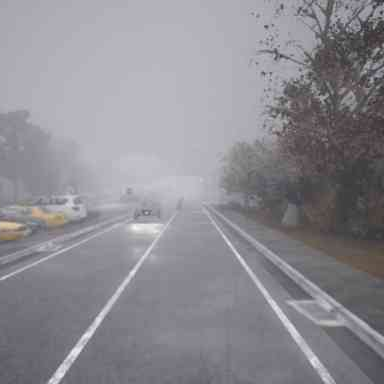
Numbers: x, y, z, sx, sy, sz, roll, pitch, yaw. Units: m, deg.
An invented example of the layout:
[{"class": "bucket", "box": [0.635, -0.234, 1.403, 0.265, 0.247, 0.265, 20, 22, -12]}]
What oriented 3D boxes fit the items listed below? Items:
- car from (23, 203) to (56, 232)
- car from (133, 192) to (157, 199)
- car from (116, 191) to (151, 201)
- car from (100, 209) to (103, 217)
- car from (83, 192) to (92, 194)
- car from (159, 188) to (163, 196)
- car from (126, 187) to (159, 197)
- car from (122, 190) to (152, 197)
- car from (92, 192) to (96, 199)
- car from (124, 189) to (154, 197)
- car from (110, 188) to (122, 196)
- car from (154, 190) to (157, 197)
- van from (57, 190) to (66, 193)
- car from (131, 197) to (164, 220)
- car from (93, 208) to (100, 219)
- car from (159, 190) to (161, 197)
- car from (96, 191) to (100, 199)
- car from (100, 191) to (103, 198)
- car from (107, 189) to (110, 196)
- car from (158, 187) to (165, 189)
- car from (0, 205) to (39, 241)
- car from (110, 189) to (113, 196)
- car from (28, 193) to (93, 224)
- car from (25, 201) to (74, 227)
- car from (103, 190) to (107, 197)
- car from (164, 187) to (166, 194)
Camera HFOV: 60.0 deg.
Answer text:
[{"class": "car", "box": [-10.164, 1.513, 17.404, 4.892, 1.521, 2.231, 0, 0, 0]}, {"class": "car", "box": [-10.201, 0.810, 72.254, 4.892, 1.521, 2.231, 0, 1, 0]}, {"class": "car", "box": [-10.241, 0.933, 58.321, 4.792, 1.488, 2.163, 0, 0, 0]}, {"class": "car", "box": [-10.088, 1.590, 28.508, 4.792, 1.488, 2.163, 0, 0, 0]}, {"class": "car", "box": [-23.341, 0.896, 66.668, 4.792, 1.488, 2.163, 0, 0, 0]}, {"class": "car", "box": [-10.138, 0.513, 80.610, 4.553, 1.767, 2.185, 0, 1, 0]}, {"class": "car", "box": [-10.249, 0.593, 69.462, 5.566, 2.045, 2.435, 0, 1, 0]}, {"class": "car", "box": [-10.287, 0.925, 61.105, 4.792, 1.488, 2.163, 0, 0, 0]}, {"class": "car", "box": [-23.486, 0.838, 69.461, 5.366, 1.575, 1.946, 0, 1, 0]}, {"class": "car", "box": [-10.277, 0.761, 63.891, 4.553, 1.767, 2.185, 0, 0, 0]}, {"class": "car", "box": [-23.014, 0.284, 91.637, 5.366, 1.575, 1.946, 0, 2, 0]}, {"class": "car", "box": [-10.227, 0.870, 66.671, 5.008, 1.535, 2.097, 0, 1, 0]}, {"class": "van", "box": [-23.224, 0.676, 58.296, 4.442, 1.987, 1.878, 1, 0, 0]}, {"class": "car", "box": [-3.306, 1.325, 26.121, 1.994, 1.385, 4.181, 0, 0, 0]}, {"class": "car", "box": [-10.133, 1.548, 25.732, 5.008, 1.535, 2.097, 0, 0, 0]}, {"class": "car", "box": [-10.166, 0.794, 75.033, 4.792, 1.488, 2.163, 0, 1, 0]}, {"class": "car", "box": [-23.473, 0.803, 72.256, 5.366, 1.575, 1.946, 0, 1, 0]}, {"class": "car", "box": [-23.246, 0.793, 74.911, 4.792, 1.488, 2.163, 0, 1, 0]}, {"class": "car", "box": [-23.245, 0.639, 80.490, 5.008, 1.535, 2.097, 0, 1, 0]}, {"class": "car", "box": [-10.163, 0.261, 88.968, 4.553, 1.767, 2.185, 0, 2, 0]}, {"class": "car", "box": [-9.983, 1.497, 14.627, 5.366, 1.575, 1.946, 0, 0, 0]}, {"class": "car", "box": [-23.231, 0.561, 83.407, 4.892, 1.521, 2.231, 0, 1, 0]}, {"class": "car", "box": [-10.166, 1.285, 22.957, 5.566, 2.045, 2.435, 0, 0, 0]}, {"class": "car", "box": [-10.333, 1.521, 20.181, 5.366, 1.575, 1.946, 0, 0, 0]}, {"class": "car", "box": [-23.258, 0.705, 77.701, 5.008, 1.535, 2.097, 0, 1, 0]}, {"class": "car", "box": [-10.151, 0.159, 91.746, 4.553, 1.767, 2.185, 0, 2, 0]}]
